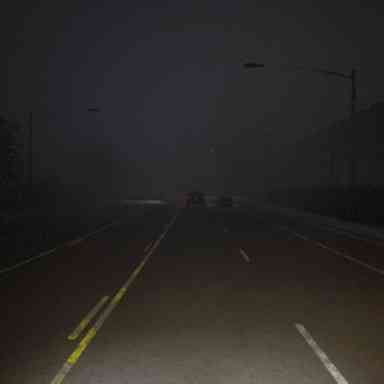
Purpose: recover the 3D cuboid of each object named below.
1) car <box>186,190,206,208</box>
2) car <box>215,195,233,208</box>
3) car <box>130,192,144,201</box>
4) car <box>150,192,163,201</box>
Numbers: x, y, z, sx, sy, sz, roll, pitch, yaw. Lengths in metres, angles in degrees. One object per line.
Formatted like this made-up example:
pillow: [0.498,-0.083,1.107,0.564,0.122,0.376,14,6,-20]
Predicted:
car: [0.468,0.822,41.030,2.150,2.045,5.566,0,1,1]
car: [3.971,1.079,41.484,1.882,1.535,5.008,0,1,1]
car: [-9.960,0.762,60.478,1.882,1.535,5.008,0,1,1]
car: [-6.460,0.783,60.534,2.128,1.511,4.902,0,1,1]
